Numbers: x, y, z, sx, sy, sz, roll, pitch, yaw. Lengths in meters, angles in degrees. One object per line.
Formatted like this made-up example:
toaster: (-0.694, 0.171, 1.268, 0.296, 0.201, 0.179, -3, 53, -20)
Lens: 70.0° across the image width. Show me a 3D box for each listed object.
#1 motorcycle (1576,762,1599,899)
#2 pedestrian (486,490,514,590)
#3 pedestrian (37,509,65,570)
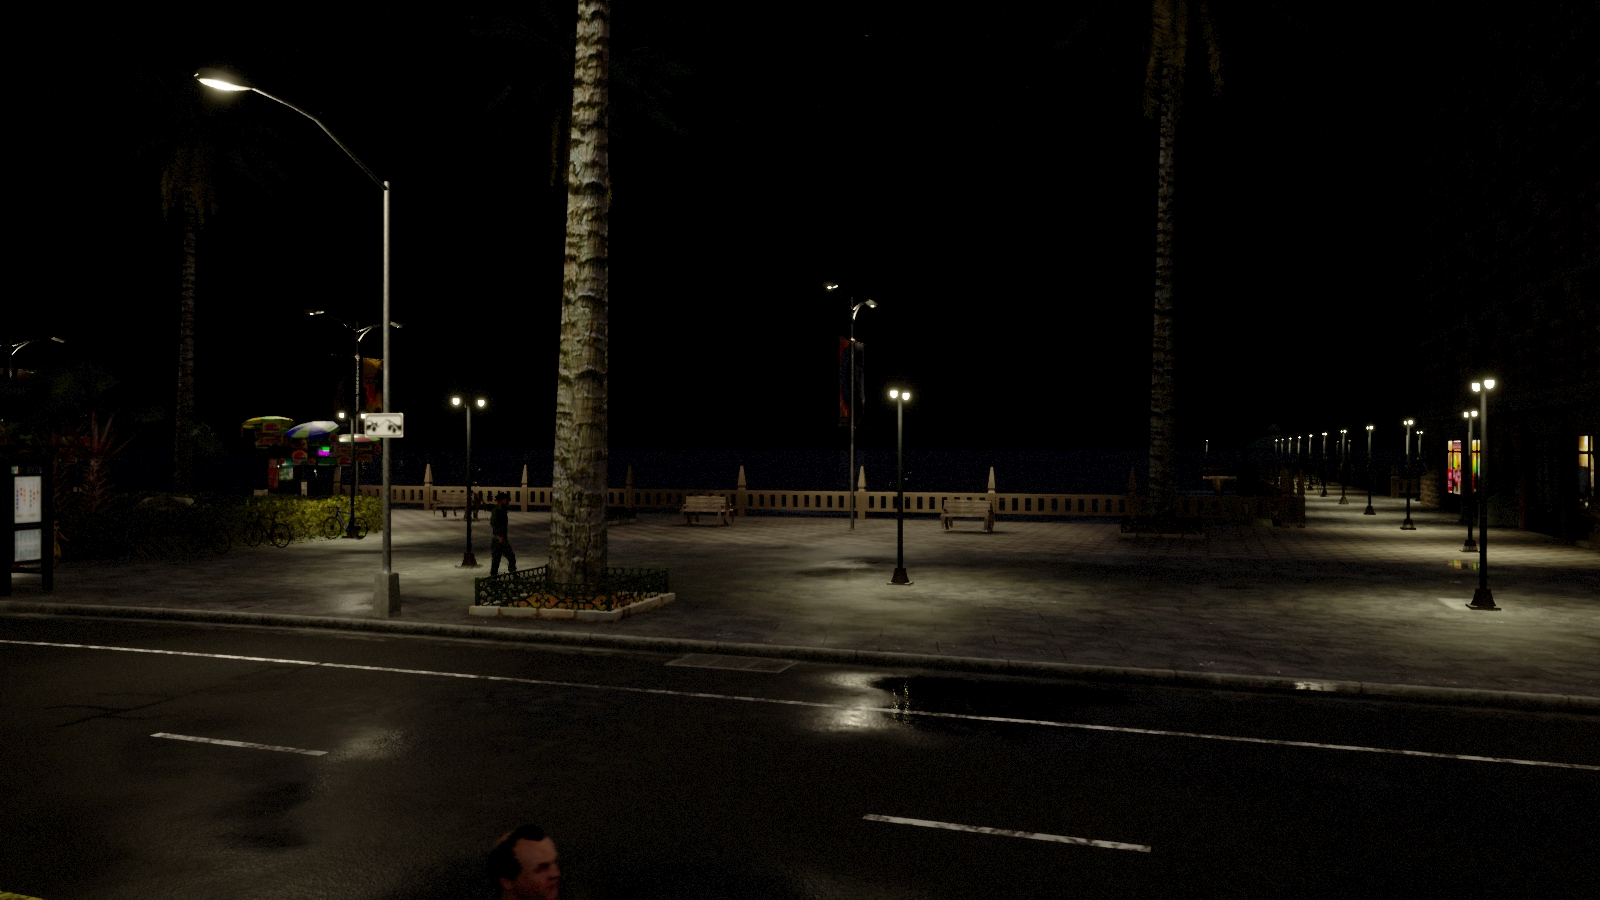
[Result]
motorcycle: (4.893, 2.213, 5.276, 2.033, 1.145, 0.803, 0, 0, 20)
pedestrian: (-5.674, 1.698, 21.623, 0.375, 1.860, 0.375, 0, 0, 13)
pedestrian: (-16.594, 1.978, 25.322, 0.375, 1.300, 0.375, 0, 0, 5)
